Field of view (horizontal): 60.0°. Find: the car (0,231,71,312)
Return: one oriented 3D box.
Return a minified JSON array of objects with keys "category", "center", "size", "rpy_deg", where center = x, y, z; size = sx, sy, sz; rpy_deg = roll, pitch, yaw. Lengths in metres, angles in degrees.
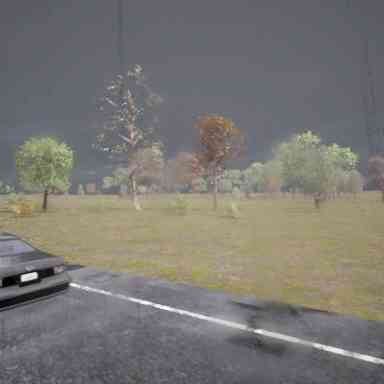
[{"category":"car","center":[-4.938,1.574,7.344],"size":[5.357,1.411,2.033],"rpy_deg":[-1,0,35]}]
